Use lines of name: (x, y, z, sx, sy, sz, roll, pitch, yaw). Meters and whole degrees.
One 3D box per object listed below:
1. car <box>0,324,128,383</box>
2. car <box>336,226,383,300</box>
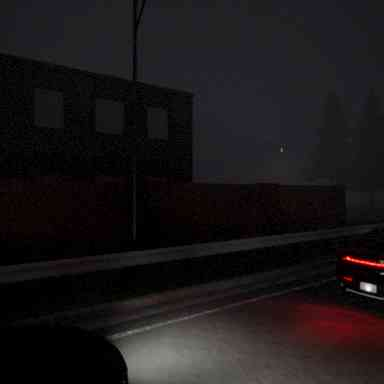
car: (-2.628, 1.525, 1.873, 4.674, 1.442, 1.812, 0, 0, -35)
car: (5.232, 1.511, 7.521, 4.892, 1.490, 1.837, 0, 0, -35)
